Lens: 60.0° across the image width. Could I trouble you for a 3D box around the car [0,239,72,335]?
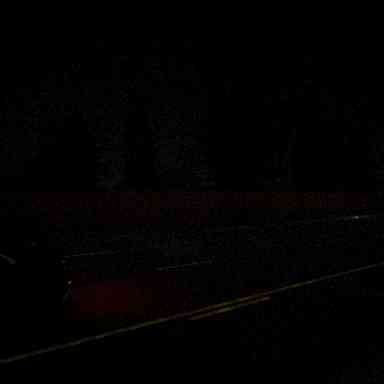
[{"bbox_3d":[-4.451,1.491,5.116,4.902,1.511,2.128,0,0,-36],"label":"car"}]
